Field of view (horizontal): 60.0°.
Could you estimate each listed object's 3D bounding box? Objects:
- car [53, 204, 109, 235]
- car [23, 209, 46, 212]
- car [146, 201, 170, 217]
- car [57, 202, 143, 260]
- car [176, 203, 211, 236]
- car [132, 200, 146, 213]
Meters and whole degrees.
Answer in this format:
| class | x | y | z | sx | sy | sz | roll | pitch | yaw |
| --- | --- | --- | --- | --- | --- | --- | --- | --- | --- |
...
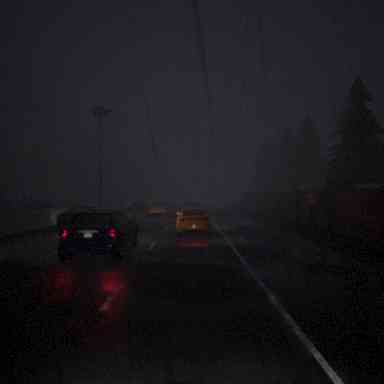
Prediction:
| class | x | y | z | sx | sy | sz | roll | pitch | yaw |
| --- | --- | --- | --- | --- | --- | --- | --- | --- | --- |
| car | -6.898 | 1.646 | 21.247 | 1.882 | 1.535 | 5.008 | 0 | 0 | 0 |
| car | -13.997 | 1.375 | 29.866 | 1.812 | 1.442 | 4.674 | 0 | 0 | 0 |
| car | -3.397 | 1.759 | 35.552 | 1.882 | 1.535 | 5.008 | 0 | 0 | 0 |
| car | -3.398 | 1.455 | 12.983 | 2.097 | 1.767 | 4.553 | 0 | -1 | 0 |
| car | 0.102 | 1.633 | 19.607 | 1.882 | 1.535 | 5.008 | 0 | -1 | 0 |
| car | -6.896 | 1.832 | 42.944 | 2.128 | 1.511 | 4.902 | 0 | 0 | 0 |
